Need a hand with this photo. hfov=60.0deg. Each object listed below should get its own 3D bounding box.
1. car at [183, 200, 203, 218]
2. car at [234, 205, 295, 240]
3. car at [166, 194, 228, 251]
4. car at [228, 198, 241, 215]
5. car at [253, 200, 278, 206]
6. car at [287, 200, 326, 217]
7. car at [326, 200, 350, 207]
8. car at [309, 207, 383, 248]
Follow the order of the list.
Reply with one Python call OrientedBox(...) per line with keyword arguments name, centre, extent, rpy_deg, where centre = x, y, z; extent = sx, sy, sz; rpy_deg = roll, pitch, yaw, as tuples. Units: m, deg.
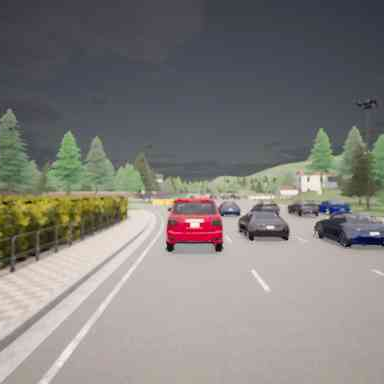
OrientedBox(name="car", centre=(0.090, 1.557, 32.064), extent=(1.837, 1.490, 4.892), rpy_deg=(0, 0, 0))
OrientedBox(name="car", centre=(3.593, 1.592, 17.225), extent=(1.994, 1.385, 4.181), rpy_deg=(0, 0, 0))
OrientedBox(name="car", centre=(0.094, 1.248, 14.355), extent=(2.150, 2.045, 5.566), rpy_deg=(0, 0, 0))
OrientedBox(name="car", centre=(3.590, 1.618, 32.688), extent=(1.994, 1.385, 4.181), rpy_deg=(0, 0, 0))
OrientedBox(name="car", centre=(7.090, 1.544, 31.997), extent=(2.128, 1.511, 4.902), rpy_deg=(0, 0, 0))
OrientedBox(name="car", centre=(10.590, 1.544, 31.999), extent=(2.128, 1.511, 4.902), rpy_deg=(0, 0, 0))
OrientedBox(name="car", centre=(14.091, 1.533, 33.555), extent=(1.882, 1.535, 5.008), rpy_deg=(0, 0, 0))
OrientedBox(name="car", centre=(7.092, 1.588, 14.922), extent=(1.994, 1.385, 4.181), rpy_deg=(0, 0, 0))
